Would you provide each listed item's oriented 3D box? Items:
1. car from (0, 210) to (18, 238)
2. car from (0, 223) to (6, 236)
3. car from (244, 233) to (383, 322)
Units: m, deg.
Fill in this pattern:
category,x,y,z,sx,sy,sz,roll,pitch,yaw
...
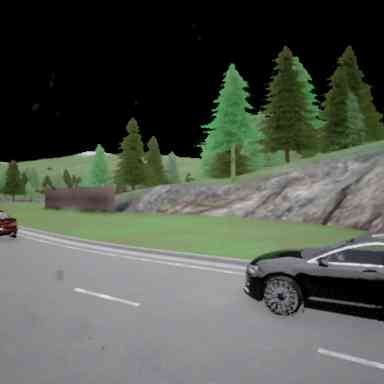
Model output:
category,x,y,z,sx,sy,sz,roll,pitch,yaw
car,-11.065,1.681,18.009,1.882,1.535,5.008,0,0,-44
car,-7.383,1.648,9.644,4.674,1.442,1.812,-1,0,40
car,3.328,1.490,5.895,4.902,1.511,2.128,-1,0,35
